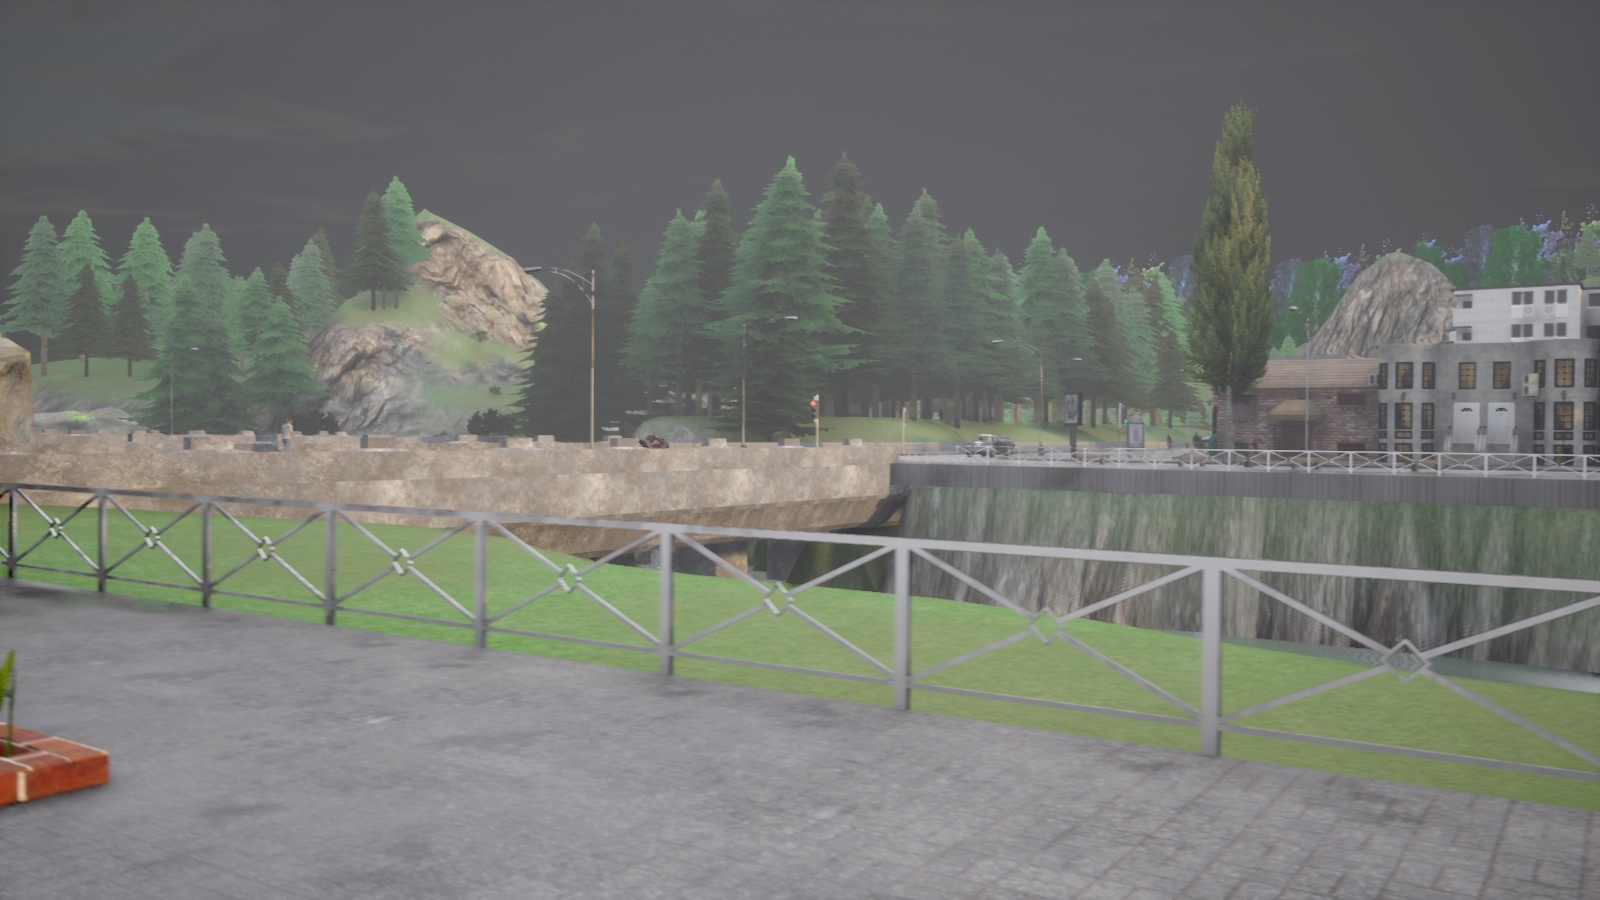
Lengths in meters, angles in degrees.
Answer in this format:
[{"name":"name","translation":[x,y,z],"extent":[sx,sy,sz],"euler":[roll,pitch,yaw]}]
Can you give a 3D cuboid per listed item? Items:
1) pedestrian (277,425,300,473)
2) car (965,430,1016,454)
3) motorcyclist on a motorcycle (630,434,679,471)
[{"name":"pedestrian","translation":[-19.761,-0.042,48.533],"extent":[0.354,1.836,0.706],"euler":[0,1,35]},{"name":"car","translation":[12.469,-0.537,82.123],"extent":[1.970,1.475,3.806],"euler":[0,1,31]},{"name":"motorcyclist on a motorcycle","translation":[-6.239,0.086,54.020],"extent":[0.866,1.530,2.191],"euler":[0,1,34]}]
